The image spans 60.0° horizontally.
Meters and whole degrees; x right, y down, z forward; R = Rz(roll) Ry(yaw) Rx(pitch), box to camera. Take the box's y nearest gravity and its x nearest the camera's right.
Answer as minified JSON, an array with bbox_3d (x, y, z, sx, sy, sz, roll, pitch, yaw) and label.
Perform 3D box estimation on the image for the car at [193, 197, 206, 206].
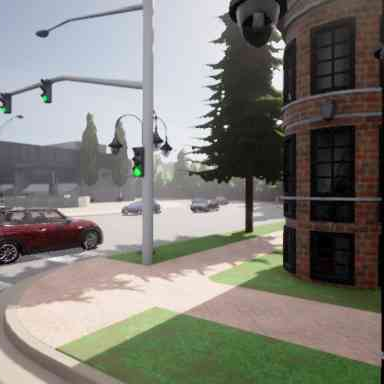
[{"bbox_3d":[1.200,1.461,53.470,1.994,1.385,4.181,0,0,-1],"label":"car"}]

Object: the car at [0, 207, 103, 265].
[{"bbox_3d":[-5.422,1.312,11.887,2.097,1.767,4.553,0,0,35],"label":"car"}]

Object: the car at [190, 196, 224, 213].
[{"bbox_3d":[1.512,1.479,36.352,2.033,1.411,5.357,0,0,22],"label":"car"}]

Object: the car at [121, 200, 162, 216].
[{"bbox_3d":[-4.710,1.449,31.847,1.812,1.442,4.674,0,0,30],"label":"car"}]

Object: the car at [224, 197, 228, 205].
[{"bbox_3d":[4.722,1.472,54.530,1.812,1.442,4.674,0,0,-3],"label":"car"}]
